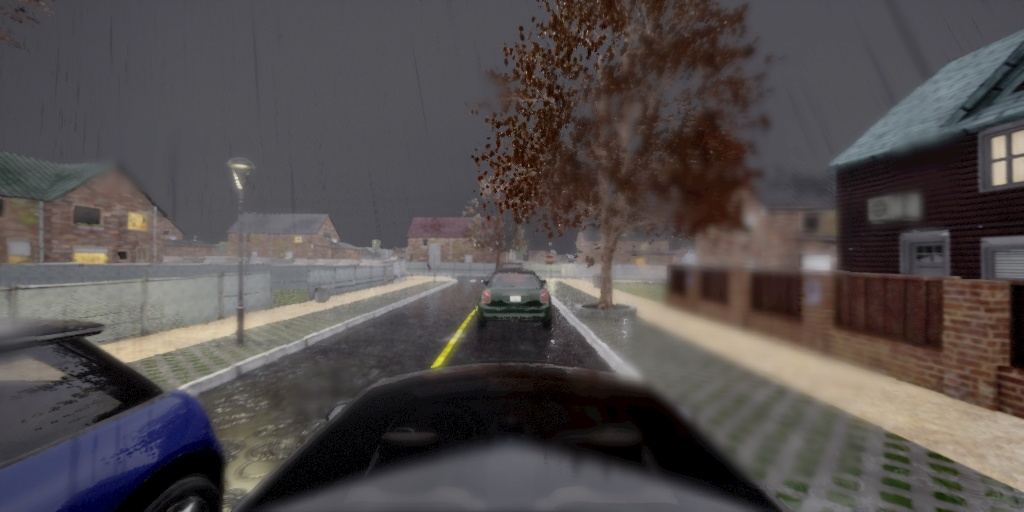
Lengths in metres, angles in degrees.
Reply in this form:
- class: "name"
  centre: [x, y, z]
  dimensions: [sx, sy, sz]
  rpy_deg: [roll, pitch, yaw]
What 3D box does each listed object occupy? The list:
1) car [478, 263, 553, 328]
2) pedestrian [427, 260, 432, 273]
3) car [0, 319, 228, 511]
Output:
- class: "car"
  centre: [0.093, 1.181, 11.814]
  dimensions: [2.097, 1.767, 4.553]
  rpy_deg: [0, 0, 0]
- class: "pedestrian"
  centre: [-9.714, 1.080, 42.221]
  dimensions: [0.375, 1.860, 0.375]
  rpy_deg: [0, -2, 0]
- class: "car"
  centre: [-2.850, 1.092, 0.320]
  dimensions: [2.097, 1.767, 4.553]
  rpy_deg: [0, 0, 0]
